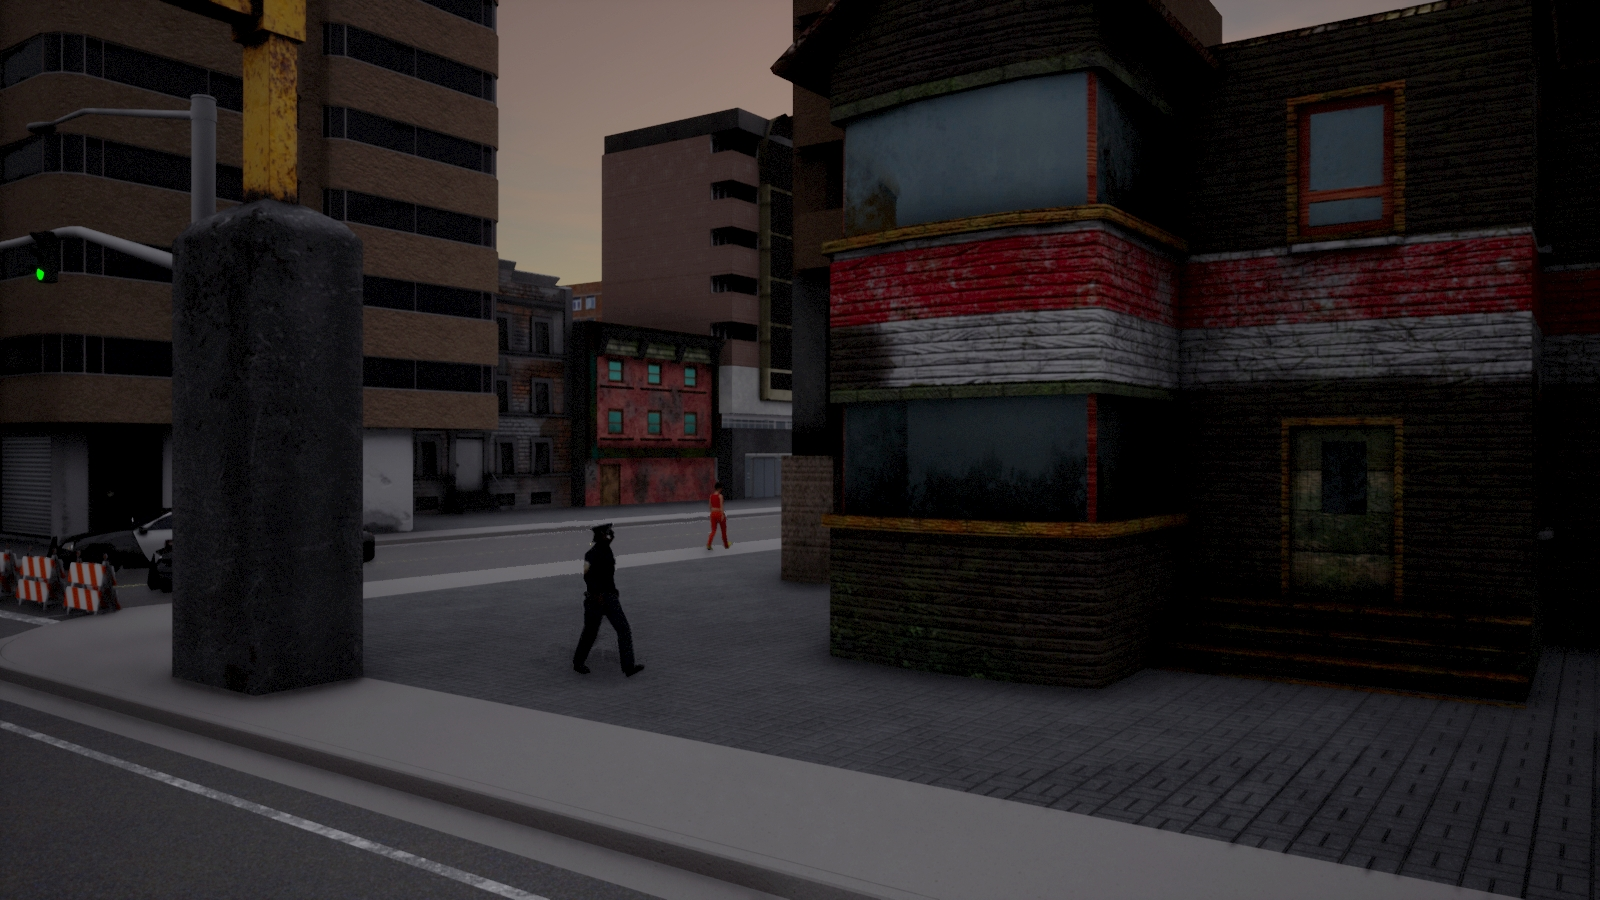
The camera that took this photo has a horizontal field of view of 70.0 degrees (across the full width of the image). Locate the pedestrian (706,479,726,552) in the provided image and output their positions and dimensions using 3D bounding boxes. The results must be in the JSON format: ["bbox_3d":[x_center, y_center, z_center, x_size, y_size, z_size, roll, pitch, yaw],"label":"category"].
[{"bbox_3d":[-2.190,1.690,29.723,0.375,1.860,0.375,0,0,34],"label":"pedestrian"}]

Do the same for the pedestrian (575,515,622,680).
[{"bbox_3d":[-2.346,1.696,13.300,0.375,1.860,0.375,0,0,35],"label":"pedestrian"}]
